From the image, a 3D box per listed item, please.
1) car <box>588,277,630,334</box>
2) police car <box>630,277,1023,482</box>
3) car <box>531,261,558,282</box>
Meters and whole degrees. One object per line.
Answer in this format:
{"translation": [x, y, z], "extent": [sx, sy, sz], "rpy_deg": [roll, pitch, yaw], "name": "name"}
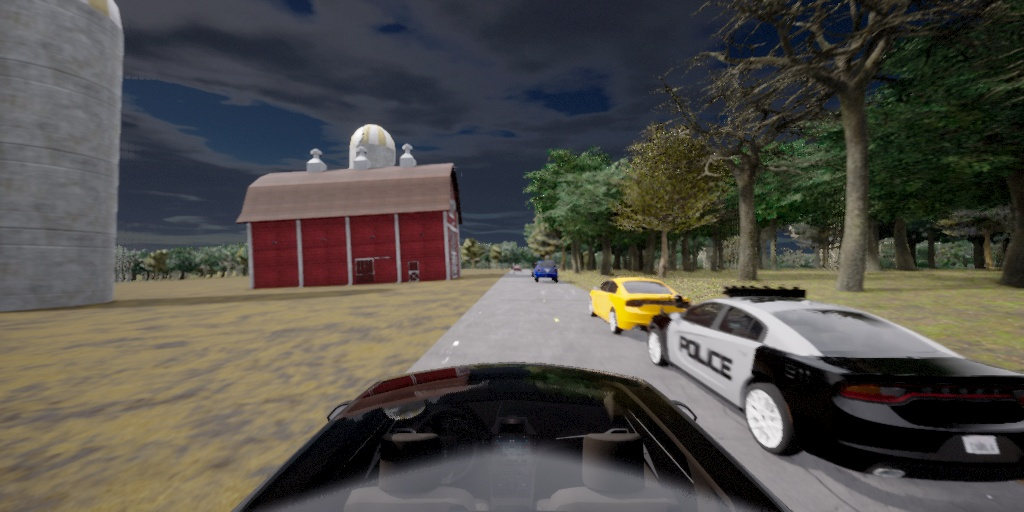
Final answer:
{"translation": [3.691, 1.390, 11.197], "extent": [1.882, 1.535, 5.008], "rpy_deg": [1, -1, 1], "name": "car"}
{"translation": [3.598, 1.257, 5.307], "extent": [1.930, 1.638, 5.238], "rpy_deg": [1, -1, 1], "name": "police car"}
{"translation": [3.304, 1.496, 35.536], "extent": [2.150, 2.045, 5.566], "rpy_deg": [1, -1, 1], "name": "car"}
